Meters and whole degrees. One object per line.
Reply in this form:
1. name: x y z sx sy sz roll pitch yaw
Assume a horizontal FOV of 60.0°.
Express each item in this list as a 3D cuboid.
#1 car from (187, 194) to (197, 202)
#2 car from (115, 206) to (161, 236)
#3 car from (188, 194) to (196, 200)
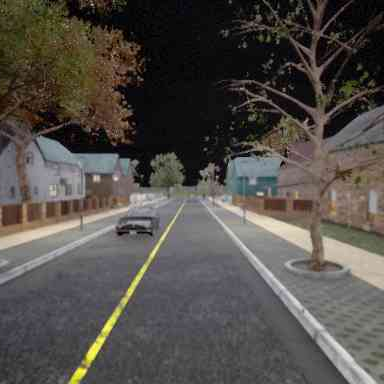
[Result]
1. car: -0.008 1.266 64.538 2.033 1.411 5.357 0 0 0
2. car: -2.752 1.507 18.155 2.033 1.411 5.357 0 0 0
3. car: -0.010 1.088 74.370 1.812 1.442 4.674 0 0 0
